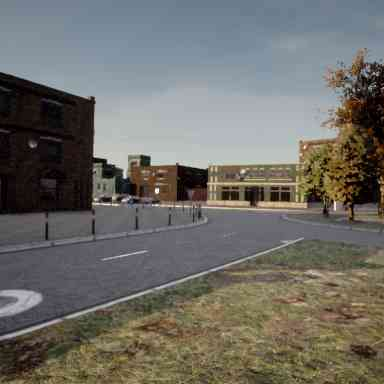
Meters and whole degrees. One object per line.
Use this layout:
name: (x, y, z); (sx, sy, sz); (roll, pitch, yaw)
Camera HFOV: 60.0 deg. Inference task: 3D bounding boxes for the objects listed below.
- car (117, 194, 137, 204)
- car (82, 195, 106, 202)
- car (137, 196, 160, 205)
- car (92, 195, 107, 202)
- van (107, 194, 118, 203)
car: (-12.748, 1.573, 69.969); (2.185, 1.767, 4.553); (1, -1, 32)
car: (-22.282, 1.449, 75.937); (2.097, 1.535, 5.008); (2, -1, 32)
car: (-8.188, 1.825, 67.016); (2.163, 1.488, 4.792); (1, -1, 32)
car: (-19.803, 1.393, 74.420); (2.185, 1.767, 4.553); (2, -1, 32)
van: (-15.283, 1.412, 71.396); (1.878, 1.987, 4.442); (1, -1, 32)
